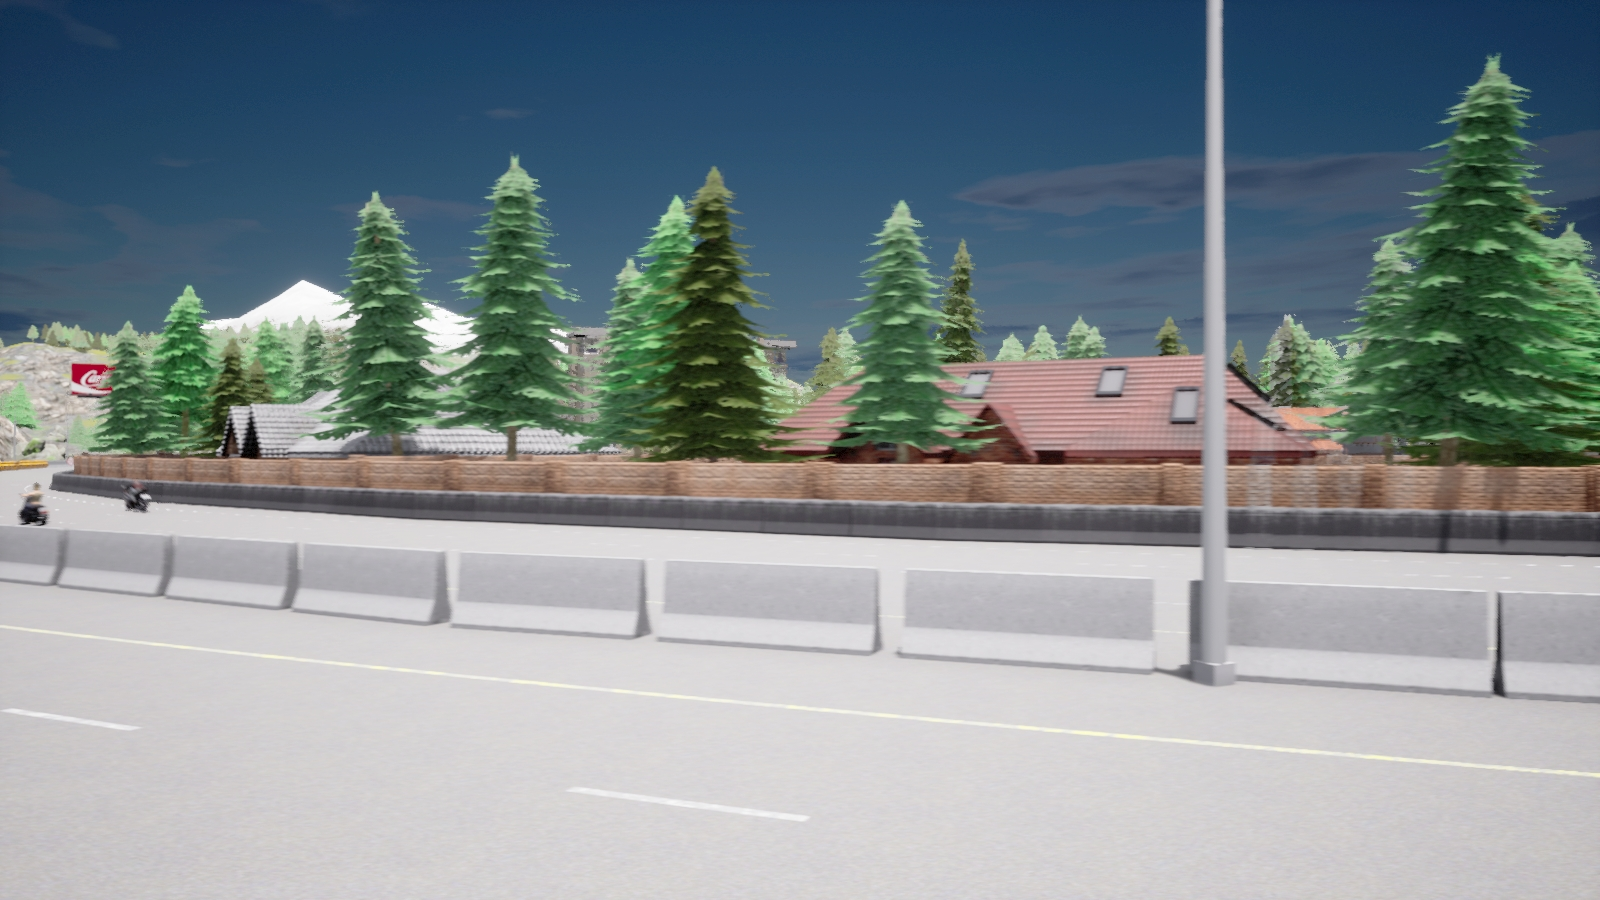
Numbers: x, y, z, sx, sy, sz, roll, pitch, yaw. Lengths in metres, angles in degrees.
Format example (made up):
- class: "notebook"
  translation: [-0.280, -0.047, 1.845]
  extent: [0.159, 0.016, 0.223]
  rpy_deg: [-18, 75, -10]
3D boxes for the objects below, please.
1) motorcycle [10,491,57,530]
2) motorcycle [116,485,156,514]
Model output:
- class: "motorcycle"
  translation: [-27.871, 2.187, 41.544]
  extent: [2.356, 1.325, 0.764]
  rpy_deg: [0, 0, 39]
- class: "motorcycle"
  translation: [-30.521, 2.259, 52.509]
  extent: [2.209, 1.251, 0.867]
  rpy_deg: [0, -2, 40]
